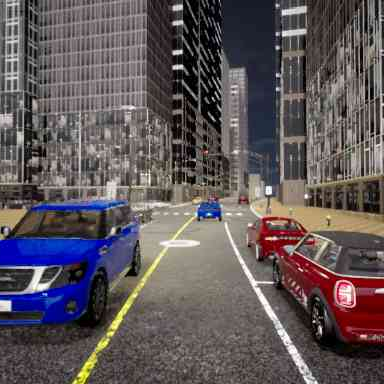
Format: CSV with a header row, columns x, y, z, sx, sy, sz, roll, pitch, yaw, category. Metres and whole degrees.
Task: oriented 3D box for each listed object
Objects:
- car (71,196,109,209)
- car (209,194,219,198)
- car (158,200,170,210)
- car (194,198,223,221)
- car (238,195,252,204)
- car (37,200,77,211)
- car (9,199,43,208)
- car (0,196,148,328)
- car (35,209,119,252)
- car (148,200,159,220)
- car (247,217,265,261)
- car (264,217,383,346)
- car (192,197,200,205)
x,y,z,sx,sy,sz,roll,pitch,yaw,category
-15.134,1.536,49.590,5.009,1.841,2.192,0,-1,13,car
5.176,1.493,78.752,2.192,1.841,5.009,1,0,14,car
-5.350,1.702,44.008,4.718,1.301,1.895,-1,-1,30,car
1.486,1.495,27.121,1.882,1.535,5.008,0,0,5,car
10.095,1.412,65.066,2.192,1.841,5.009,1,0,13,car
-16.948,1.638,41.919,4.313,1.339,1.947,0,-1,13,car
-26.020,1.835,52.171,4.403,1.369,2.008,0,-1,13,car
-2.563,1.226,7.365,2.150,2.045,5.566,0,0,2,car
-4.877,1.562,14.863,2.008,1.369,4.403,1,0,3,car
-4.122,1.574,25.653,2.008,1.369,4.403,1,0,5,car
3.010,1.547,11.953,1.887,1.381,4.507,1,0,3,car
2.816,1.441,6.313,1.967,1.590,4.097,1,0,2,car
1.177,1.642,62.514,1.752,1.417,4.829,1,0,12,car
